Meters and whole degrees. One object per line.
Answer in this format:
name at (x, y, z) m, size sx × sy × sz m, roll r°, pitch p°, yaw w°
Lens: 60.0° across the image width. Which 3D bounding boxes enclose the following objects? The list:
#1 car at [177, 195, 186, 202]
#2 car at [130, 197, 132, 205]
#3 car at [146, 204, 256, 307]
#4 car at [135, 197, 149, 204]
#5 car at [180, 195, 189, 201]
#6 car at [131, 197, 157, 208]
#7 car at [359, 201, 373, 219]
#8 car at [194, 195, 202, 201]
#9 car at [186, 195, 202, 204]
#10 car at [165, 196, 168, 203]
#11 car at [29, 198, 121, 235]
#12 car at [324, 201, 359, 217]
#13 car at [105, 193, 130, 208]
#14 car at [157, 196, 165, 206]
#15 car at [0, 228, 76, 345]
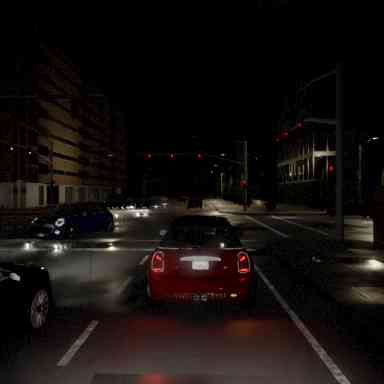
car at (-2.227, 1.524, 73.903) m, size 2.128 × 1.511 × 4.902 m, roll 0°, pitch 0°, yaw 2°
car at (-9.927, 1.564, 53.572) m, size 1.994 × 1.385 × 4.181 m, roll 0°, pitch 0°, yaw 2°
car at (0.223, 1.352, 8.161) m, size 2.097 × 1.767 × 4.553 m, roll 0°, pitch 0°, yaw 2°
car at (-9.582, 1.601, 63.907) m, size 1.895 × 1.301 × 4.718 m, roll 0°, pitch 0°, yaw 2°
car at (-1.927, 1.540, 83.989) m, size 2.033 × 1.411 × 5.357 m, roll 0°, pitch 0°, yaw 2°
car at (-6.593, 1.491, 46.582) m, size 2.128 × 1.511 × 4.902 m, roll 0°, pitch 0°, yaw 1°
car at (16.703, 1.603, 26.519) m, size 5.357 × 1.411 × 2.033 m, roll 0°, pitch 0°, yaw 1°
car at (1.505, 1.478, 81.667) m, size 1.882 × 1.535 × 5.008 m, roll 0°, pitch 0°, yaw 2°
car at (0.514, 1.477, 47.001) m, size 1.882 × 1.535 × 5.008 m, roll 0°, pitch 0°, yaw 2°
car at (-5.966, 1.526, 66.863) m, size 1.812 × 1.442 × 4.674 m, roll 0°, pitch 0°, yaw 2°
car at (-6.033, 1.375, 17.164) m, size 2.097 × 1.767 × 4.553 m, roll 0°, pitch 0°, yaw 22°
car at (14.517, 1.547, 30.067) m, size 4.902 × 1.511 × 2.128 m, roll 0°, pitch 0°, yaw 1°
car at (-10.149, 1.221, 44.159) m, size 2.150 × 2.045 × 5.566 m, roll 0°, pitch 0°, yaw 1°
car at (-6.332, 1.547, 56.590) m, size 2.033 × 1.411 × 5.357 m, roll 0°, pitch 0°, yaw 2°
car at (-3.394, 1.492, 3.933) m, size 2.128 × 1.511 × 4.902 m, roll 0°, pitch 0°, yaw 1°
